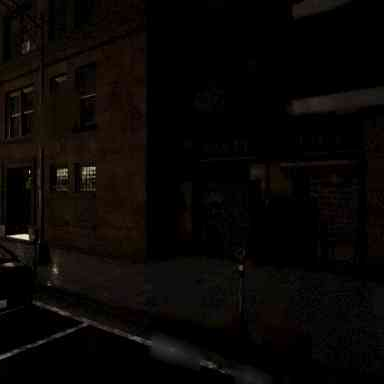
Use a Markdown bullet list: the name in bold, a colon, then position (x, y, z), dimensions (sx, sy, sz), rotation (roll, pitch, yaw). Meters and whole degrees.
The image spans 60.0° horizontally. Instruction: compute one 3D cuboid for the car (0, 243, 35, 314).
- **car**: position (-4.816, 1.550, 6.504), dimensions (4.403, 1.369, 2.008), rotation (0, 0, 35)
